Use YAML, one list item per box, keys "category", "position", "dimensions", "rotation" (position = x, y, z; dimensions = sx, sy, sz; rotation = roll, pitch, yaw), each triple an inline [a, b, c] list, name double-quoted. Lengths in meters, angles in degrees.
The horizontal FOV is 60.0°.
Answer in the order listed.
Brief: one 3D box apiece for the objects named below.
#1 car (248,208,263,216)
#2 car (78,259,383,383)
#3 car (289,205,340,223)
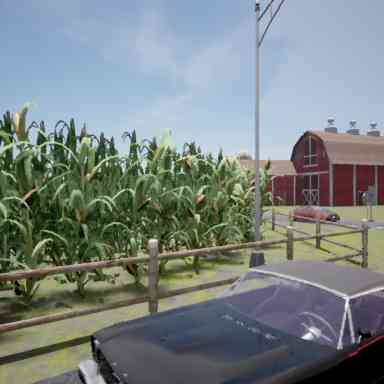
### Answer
- category: "car"
  position: [5.557, 1.999, 35.522]
  dimensions: [1.895, 1.301, 4.718]
  rotation: [1, -1, -27]
- category: "car"
  position: [1.238, 1.601, 3.890]
  dimensions: [4.718, 1.301, 1.895]
  rotation: [0, 0, -35]
- category: "car"
  position: [10.013, 1.810, 27.498]
  dimensions: [1.994, 1.385, 4.181]
  rotation: [1, -1, -29]
